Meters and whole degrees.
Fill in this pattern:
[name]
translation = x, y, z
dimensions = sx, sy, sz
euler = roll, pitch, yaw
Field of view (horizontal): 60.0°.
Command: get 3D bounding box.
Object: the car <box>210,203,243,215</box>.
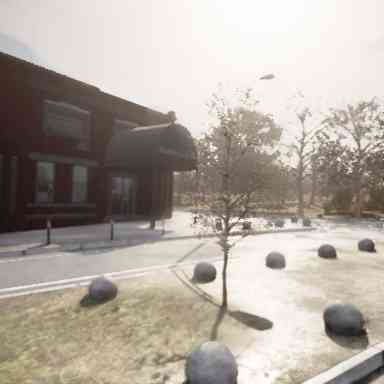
[car]
translation = 4.374, 2.127, 42.470
dimensions = 4.181, 1.385, 1.994
euler = 1, -1, 35
